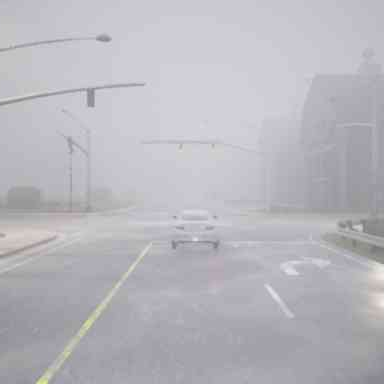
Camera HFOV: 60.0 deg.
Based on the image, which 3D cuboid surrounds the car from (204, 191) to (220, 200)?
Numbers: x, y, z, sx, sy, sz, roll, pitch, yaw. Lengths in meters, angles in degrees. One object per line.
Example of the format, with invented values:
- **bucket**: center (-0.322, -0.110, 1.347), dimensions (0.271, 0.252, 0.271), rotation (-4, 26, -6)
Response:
- **car**: center (4.341, 0.754, 71.028), dimensions (1.905, 1.878, 3.866), rotation (-8, 4, -42)

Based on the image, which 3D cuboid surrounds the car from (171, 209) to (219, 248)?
- **car**: center (0.125, 1.447, 14.231), dimensions (1.812, 1.442, 4.674), rotation (0, 0, 0)
